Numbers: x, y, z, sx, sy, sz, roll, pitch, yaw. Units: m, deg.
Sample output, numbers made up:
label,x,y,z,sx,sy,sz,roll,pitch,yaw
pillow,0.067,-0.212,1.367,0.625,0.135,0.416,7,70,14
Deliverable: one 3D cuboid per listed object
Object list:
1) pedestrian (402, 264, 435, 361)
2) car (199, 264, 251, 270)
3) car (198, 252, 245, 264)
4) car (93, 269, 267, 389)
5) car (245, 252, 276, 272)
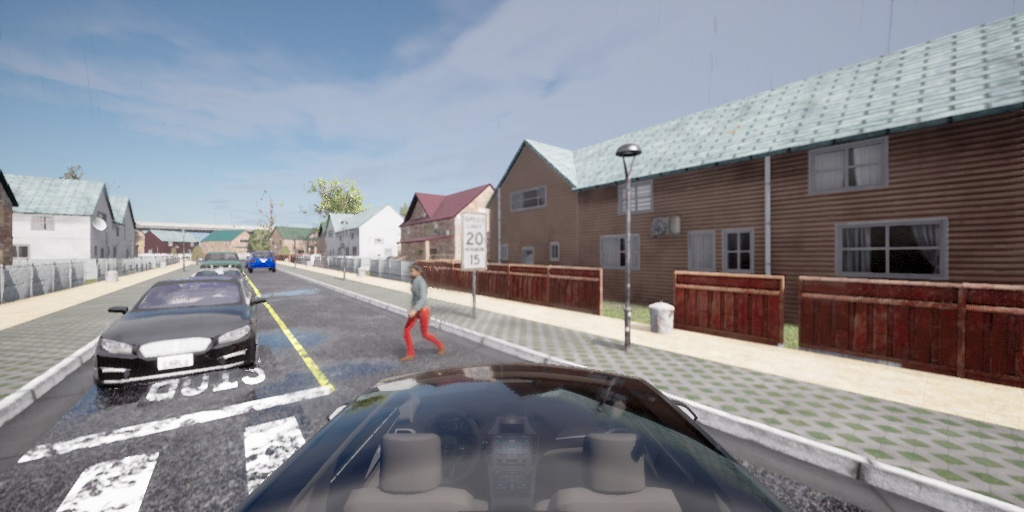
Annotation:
label,x,y,z,sx,sy,sz,roll,pitch,yaw
pedestrian,-1.739,0.992,6.684,0.375,1.860,0.375,0,0,-38
car,-12.697,1.193,15.538,1.895,1.301,4.718,0,1,-38
car,-19.858,0.710,24.586,2.150,2.045,5.566,0,0,-38
car,-6.058,1.181,6.964,2.128,1.511,4.902,0,1,-35
car,-25.129,0.580,35.972,2.150,2.045,5.566,0,1,-38
